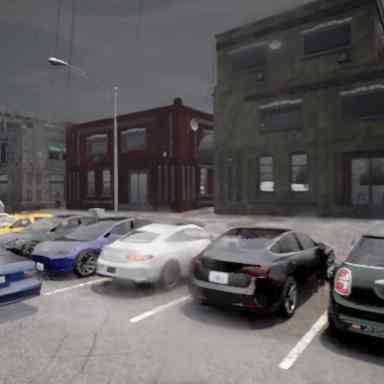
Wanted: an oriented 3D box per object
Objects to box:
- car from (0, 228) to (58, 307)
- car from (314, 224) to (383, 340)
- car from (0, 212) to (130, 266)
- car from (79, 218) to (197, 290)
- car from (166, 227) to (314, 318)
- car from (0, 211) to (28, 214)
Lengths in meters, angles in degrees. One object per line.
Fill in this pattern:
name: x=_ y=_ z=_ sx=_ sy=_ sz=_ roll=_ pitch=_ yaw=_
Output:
car: x=-5.453 y=1.625 z=7.280 sx=5.357 sy=1.411 sz=2.033 roll=-1 pitch=0 yaw=36
car: x=4.026 y=1.356 z=6.044 sx=2.185 sy=1.767 sz=4.553 roll=-1 pitch=0 yaw=36
car: x=-4.941 y=1.614 z=12.460 sx=2.163 sy=1.488 sz=4.792 roll=-1 pitch=0 yaw=36
car: x=-0.470 y=1.571 z=9.296 sx=2.002 sy=1.452 sz=4.674 roll=-1 pitch=0 yaw=36
car: x=1.821 y=1.534 z=7.696 sx=2.163 sy=1.488 sz=4.792 roll=-1 pitch=0 yaw=36
car: x=-7.274 y=1.610 z=13.938 sx=1.946 sy=1.575 sz=5.366 roll=-1 pitch=0 yaw=36
